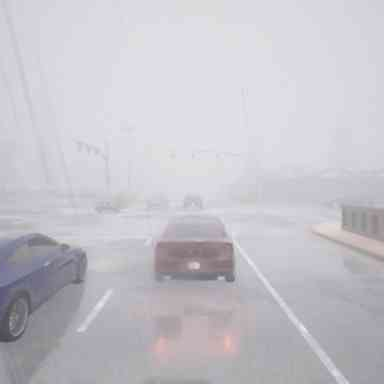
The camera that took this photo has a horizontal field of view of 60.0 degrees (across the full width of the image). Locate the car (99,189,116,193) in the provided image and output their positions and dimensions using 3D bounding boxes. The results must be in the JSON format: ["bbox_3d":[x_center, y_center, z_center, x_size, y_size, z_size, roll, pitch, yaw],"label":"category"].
[{"bbox_3d":[-17.538,0.079,70.729,1.882,1.535,5.008,0,1,0],"label":"car"}]

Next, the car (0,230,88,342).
[{"bbox_3d":[-3.439,1.439,6.189,1.812,1.442,4.674,0,1,0],"label":"car"}]

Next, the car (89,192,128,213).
[{"bbox_3d":[-6.920,1.004,28.907,2.033,1.411,5.357,0,1,0],"label":"car"}]

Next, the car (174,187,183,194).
[{"bbox_3d":[-3.547,-0.518,88.491,2.097,1.767,4.553,0,1,0],"label":"car"}]

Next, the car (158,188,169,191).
[{"bbox_3d":[-7.042,-0.223,79.323,2.097,1.767,4.553,0,1,0],"label":"car"}]

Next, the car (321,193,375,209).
[{"bbox_3d":[15.490,0.875,33.177,4.892,1.490,1.837,0,1,2],"label":"car"}]

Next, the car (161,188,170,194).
[{"bbox_3d":[-7.047,-0.349,88.523,1.812,1.442,4.674,0,1,0],"label":"car"}]

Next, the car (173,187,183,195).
[{"bbox_3d":[-3.542,-0.022,78.109,2.033,1.411,5.357,0,1,0],"label":"car"}]

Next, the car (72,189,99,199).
[{"bbox_3d":[-17.586,0.269,55.242,2.097,1.767,4.553,0,1,0],"label":"car"}]

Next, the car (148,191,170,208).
[{"bbox_3d":[-3.421,0.904,34.588,1.994,1.385,4.181,0,1,0],"label":"car"}]

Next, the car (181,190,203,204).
[{"bbox_3d":[0.079,0.859,33.901,1.837,1.490,4.892,0,1,0],"label":"car"}]

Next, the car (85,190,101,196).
[{"bbox_3d":[-21.038,0.195,70.764,1.895,1.301,4.718,0,1,0],"label":"car"}]

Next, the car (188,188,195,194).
[{"bbox_3d":[-0.047,-0.396,88.526,1.882,1.535,5.008,0,1,0],"label":"car"}]

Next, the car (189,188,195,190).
[{"bbox_3d":[-0.042,0.027,78.559,1.895,1.301,4.718,0,1,0],"label":"car"}]

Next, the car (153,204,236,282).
[{"bbox_3d":[0.107,1.332,9.376,1.882,1.535,5.008,0,1,1],"label":"car"}]

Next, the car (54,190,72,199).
[{"bbox_3d":[-21.084,0.396,55.164,1.882,1.535,5.008,0,1,0],"label":"car"}]
